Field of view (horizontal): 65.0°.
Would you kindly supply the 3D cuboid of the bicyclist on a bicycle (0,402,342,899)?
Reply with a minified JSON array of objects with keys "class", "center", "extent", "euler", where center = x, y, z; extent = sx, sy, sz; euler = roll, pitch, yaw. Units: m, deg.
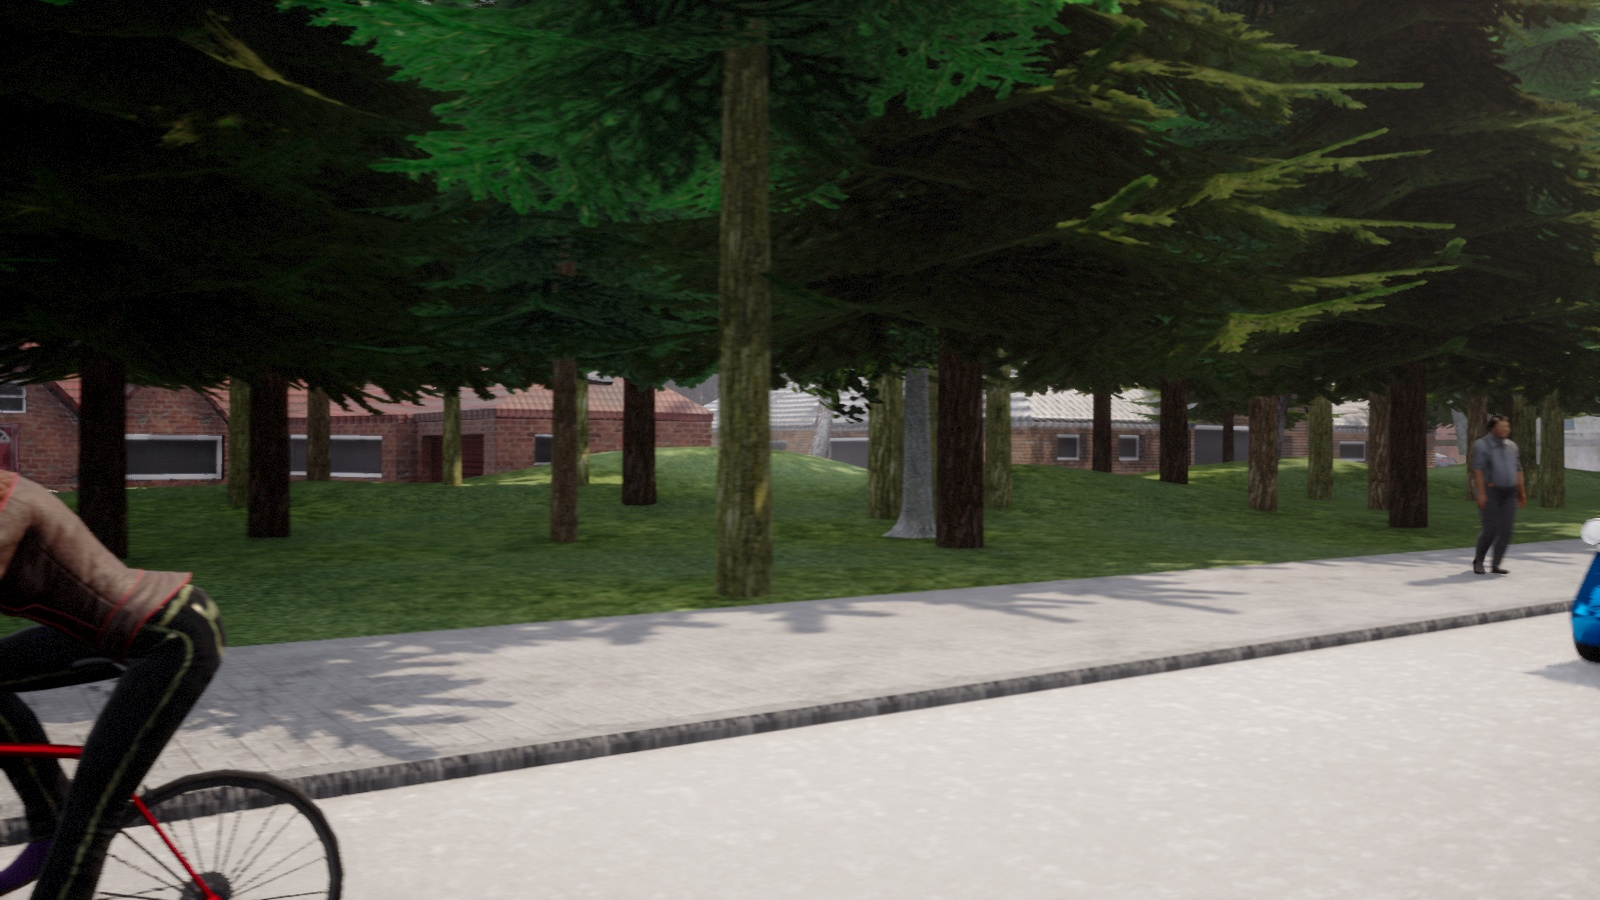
[{"class":"bicyclist on a bicycle","center":[-1.987,0.709,2.885],"extent":[1.656,1.620,0.582],"euler":[-1,0,-35]}]

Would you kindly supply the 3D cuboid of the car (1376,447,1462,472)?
[{"class":"car","center":[43.223,0.647,87.781],"extent":[2.152,1.651,5.027],"euler":[0,0,-35]}]

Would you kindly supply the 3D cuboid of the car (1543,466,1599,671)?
[{"class":"car","center":[6.529,0.808,8.812],"extent":[2.207,1.376,1.481],"euler":[0,0,-35]}]

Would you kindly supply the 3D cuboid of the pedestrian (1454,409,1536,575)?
[{"class":"pedestrian","center":[7.940,0.473,14.371],"extent":[0.540,1.848,0.694],"euler":[0,0,-1]}]
